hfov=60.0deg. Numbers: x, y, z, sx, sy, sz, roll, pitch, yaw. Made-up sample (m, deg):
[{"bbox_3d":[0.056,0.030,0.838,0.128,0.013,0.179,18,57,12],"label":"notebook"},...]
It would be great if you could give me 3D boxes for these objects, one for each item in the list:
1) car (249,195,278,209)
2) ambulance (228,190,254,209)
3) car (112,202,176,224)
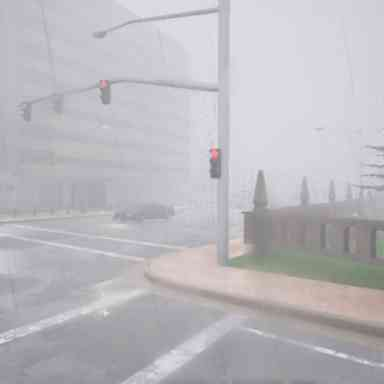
[{"bbox_3d":[9.638,1.474,43.364,1.994,1.385,4.181,0,0,35],"label":"car"},{"bbox_3d":[7.013,0.914,45.573,2.351,2.431,6.366,0,0,35],"label":"ambulance"},{"bbox_3d":[-3.406,1.472,24.777,2.033,1.411,5.357,0,0,35],"label":"car"}]
